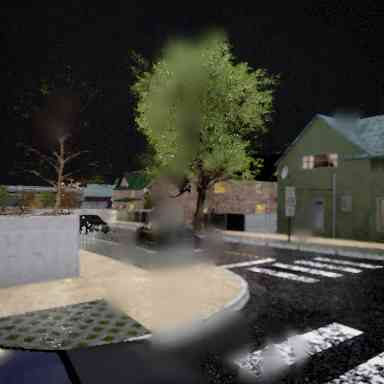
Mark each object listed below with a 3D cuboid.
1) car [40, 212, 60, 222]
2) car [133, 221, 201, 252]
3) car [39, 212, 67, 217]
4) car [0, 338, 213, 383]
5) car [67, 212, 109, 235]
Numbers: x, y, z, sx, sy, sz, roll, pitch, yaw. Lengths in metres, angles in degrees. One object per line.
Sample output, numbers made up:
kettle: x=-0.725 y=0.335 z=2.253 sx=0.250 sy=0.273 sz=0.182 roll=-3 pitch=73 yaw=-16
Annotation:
car: x=-21.717 y=3.776 z=50.802 sx=1.895 sy=1.301 sz=4.718 roll=1 pitch=-3 yaw=-35
car: x=-1.374 y=2.159 z=16.989 sx=1.994 sy=1.385 sz=4.181 roll=1 pitch=-3 yaw=-34
car: x=-16.457 y=3.092 z=38.447 sx=2.128 sy=1.511 sz=4.902 roll=1 pitch=-3 yaw=-35
car: x=-2.117 y=1.533 z=1.095 sx=5.357 sy=1.411 sz=2.033 roll=1 pitch=0 yaw=-31
car: x=-8.205 y=2.551 z=26.684 sx=1.837 sy=1.490 sz=4.892 roll=1 pitch=-3 yaw=-35
